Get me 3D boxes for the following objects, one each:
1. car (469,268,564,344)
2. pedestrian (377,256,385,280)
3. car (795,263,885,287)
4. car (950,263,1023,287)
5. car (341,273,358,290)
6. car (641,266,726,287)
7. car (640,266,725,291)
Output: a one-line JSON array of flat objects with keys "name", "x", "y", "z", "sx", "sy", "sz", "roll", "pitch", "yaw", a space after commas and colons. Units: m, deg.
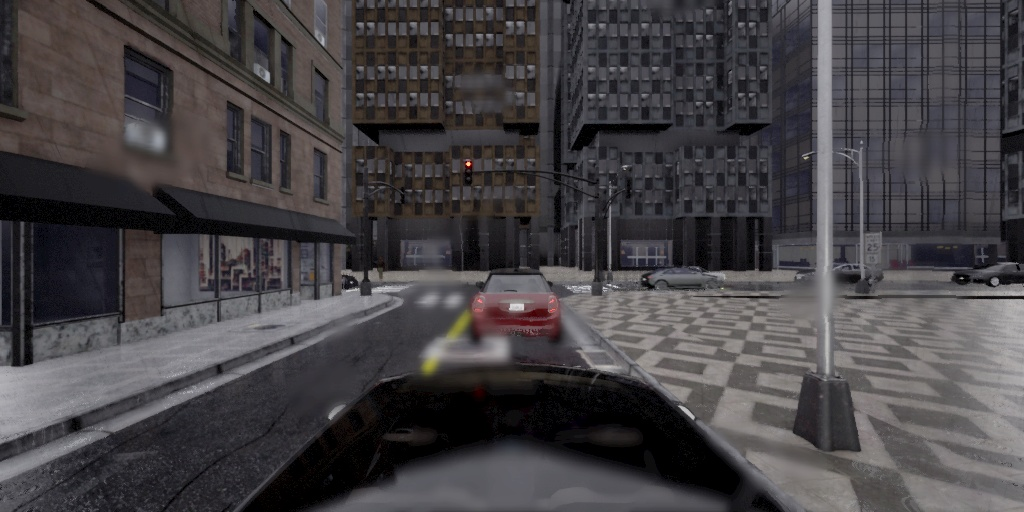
[{"name": "car", "x": 0.069, "y": 1.101, "z": 9.723, "sx": 2.097, "sy": 1.767, "sz": 4.553, "roll": 0, "pitch": 0, "yaw": -1}, {"name": "pedestrian", "x": -9.837, "y": 0.901, "z": 26.905, "sx": 0.375, "sy": 1.860, "sz": 0.375, "roll": 0, "pitch": 0, "yaw": 1}, {"name": "car", "x": 21.388, "y": 1.208, "z": 23.524, "sx": 4.902, "sy": 1.511, "sz": 2.128, "roll": 0, "pitch": 0, "yaw": 1}, {"name": "car", "x": 31.808, "y": 1.208, "z": 23.400, "sx": 4.892, "sy": 1.490, "sz": 1.837, "roll": 0, "pitch": 0, "yaw": 1}, {"name": "car", "x": -11.068, "y": 1.324, "z": 20.469, "sx": 4.181, "sy": 1.385, "sz": 1.994, "roll": 0, "pitch": 0, "yaw": 5}, {"name": "car", "x": 11.195, "y": 1.331, "z": 23.639, "sx": 4.718, "sy": 1.301, "sz": 1.895, "roll": 0, "pitch": 0, "yaw": 1}, {"name": "car", "x": 9.554, "y": 1.296, "z": 20.456, "sx": 4.181, "sy": 1.385, "sz": 1.994, "roll": 0, "pitch": 0, "yaw": 1}]
